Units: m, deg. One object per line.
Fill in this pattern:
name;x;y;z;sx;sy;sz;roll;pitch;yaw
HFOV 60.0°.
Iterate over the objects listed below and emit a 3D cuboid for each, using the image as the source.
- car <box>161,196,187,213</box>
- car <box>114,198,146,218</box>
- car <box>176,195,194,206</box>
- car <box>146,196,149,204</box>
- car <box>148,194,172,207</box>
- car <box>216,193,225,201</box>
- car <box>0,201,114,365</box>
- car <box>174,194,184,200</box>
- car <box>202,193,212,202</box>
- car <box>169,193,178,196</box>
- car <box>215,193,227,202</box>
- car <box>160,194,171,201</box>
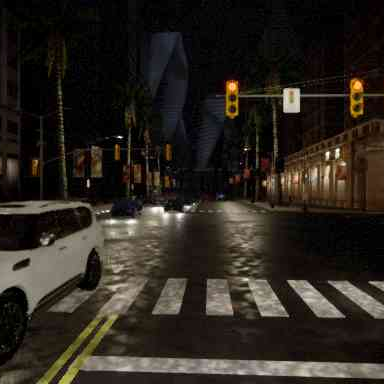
car;-1.956;1.507;36.755;1.837;1.490;4.892;0;-1;3
car;-5.775;1.477;29.977;1.882;1.535;5.008;0;0;3
car;-1.192;1.564;53.042;1.994;1.385;4.181;0;0;3
car;-7.505;1.513;59.369;2.161;1.482;4.786;0;0;2
car;-4.808;1.492;50.690;2.128;1.511;4.902;0;0;3
car;7.433;1.217;88.091;2.150;2.045;5.566;0;0;2
car;-3.381;1.221;6.201;2.150;2.045;5.566;0;0;3
car;-3.268;1.155;82.644;2.033;1.411;5.357;0;0;2
car;3.565;1.224;77.812;2.150;2.045;5.566;0;0;2
car;-3.942;1.222;67.489;2.150;2.045;5.566;0;0;3
car;7.074;1.522;78.017;2.128;1.511;4.902;0;0;2
car;-6.417;1.354;81.273;2.185;1.767;4.553;0;0;2
